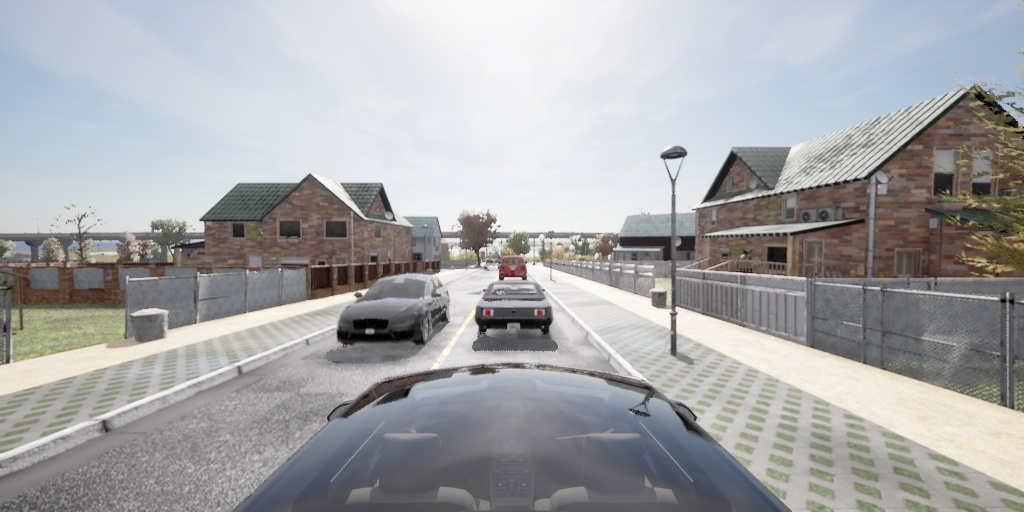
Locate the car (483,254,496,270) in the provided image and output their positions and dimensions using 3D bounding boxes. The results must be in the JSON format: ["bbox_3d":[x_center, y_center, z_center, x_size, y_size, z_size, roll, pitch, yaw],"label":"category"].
[{"bbox_3d":[-2.757,0.737,50.520,2.150,2.045,5.566,0,0,0],"label":"car"}]

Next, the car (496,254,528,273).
[{"bbox_3d":[0.077,1.023,28.881,2.150,2.045,5.566,0,0,0],"label":"car"}]

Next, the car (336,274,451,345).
[{"bbox_3d":[-2.852,1.266,9.621,1.837,1.490,4.892,0,0,0],"label":"car"}]

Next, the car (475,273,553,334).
[{"bbox_3d":[0.061,1.364,10.649,1.895,1.301,4.718,0,0,0],"label":"car"}]
